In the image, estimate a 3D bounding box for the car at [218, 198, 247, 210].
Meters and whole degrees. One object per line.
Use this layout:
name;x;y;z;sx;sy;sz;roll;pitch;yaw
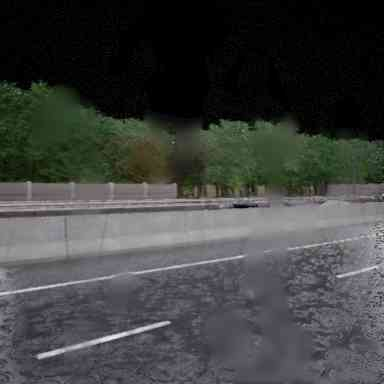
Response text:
car;5.153;1.438;37.731;4.902;1.511;2.128;0;0;-35

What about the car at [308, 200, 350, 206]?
car;13.061;1.461;30.476;4.674;1.442;1.812;0;0;-35

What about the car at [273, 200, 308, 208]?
car;10.909;1.484;33.243;5.357;1.411;2.033;0;0;-35

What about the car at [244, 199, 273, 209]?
car;8.253;1.541;35.649;4.718;1.301;1.895;0;0;-35
